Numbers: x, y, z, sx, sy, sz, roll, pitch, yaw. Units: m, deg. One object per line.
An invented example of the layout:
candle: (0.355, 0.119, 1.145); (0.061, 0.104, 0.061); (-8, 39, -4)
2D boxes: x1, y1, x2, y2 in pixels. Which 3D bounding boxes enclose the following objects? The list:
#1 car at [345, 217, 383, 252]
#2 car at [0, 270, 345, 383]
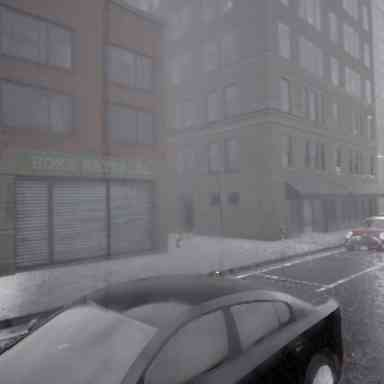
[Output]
car: (8.837, 1.938, 15.737); (4.097, 1.590, 1.967); (1, -4, -44)
car: (-0.382, 1.609, 3.009); (5.008, 1.535, 1.882); (2, -3, -44)
